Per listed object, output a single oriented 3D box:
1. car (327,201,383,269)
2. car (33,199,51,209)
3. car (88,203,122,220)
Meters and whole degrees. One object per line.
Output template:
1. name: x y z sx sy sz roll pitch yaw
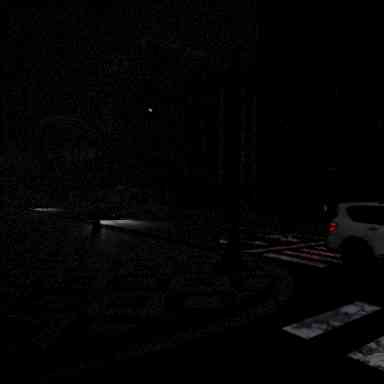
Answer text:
1. car: 6.687 1.334 9.407 2.150 2.045 5.566 1 0 -36
2. car: -22.798 1.766 50.553 1.812 1.442 4.674 1 -1 -36
3. car: -7.907 1.691 29.774 1.812 1.442 4.674 1 -1 -36
